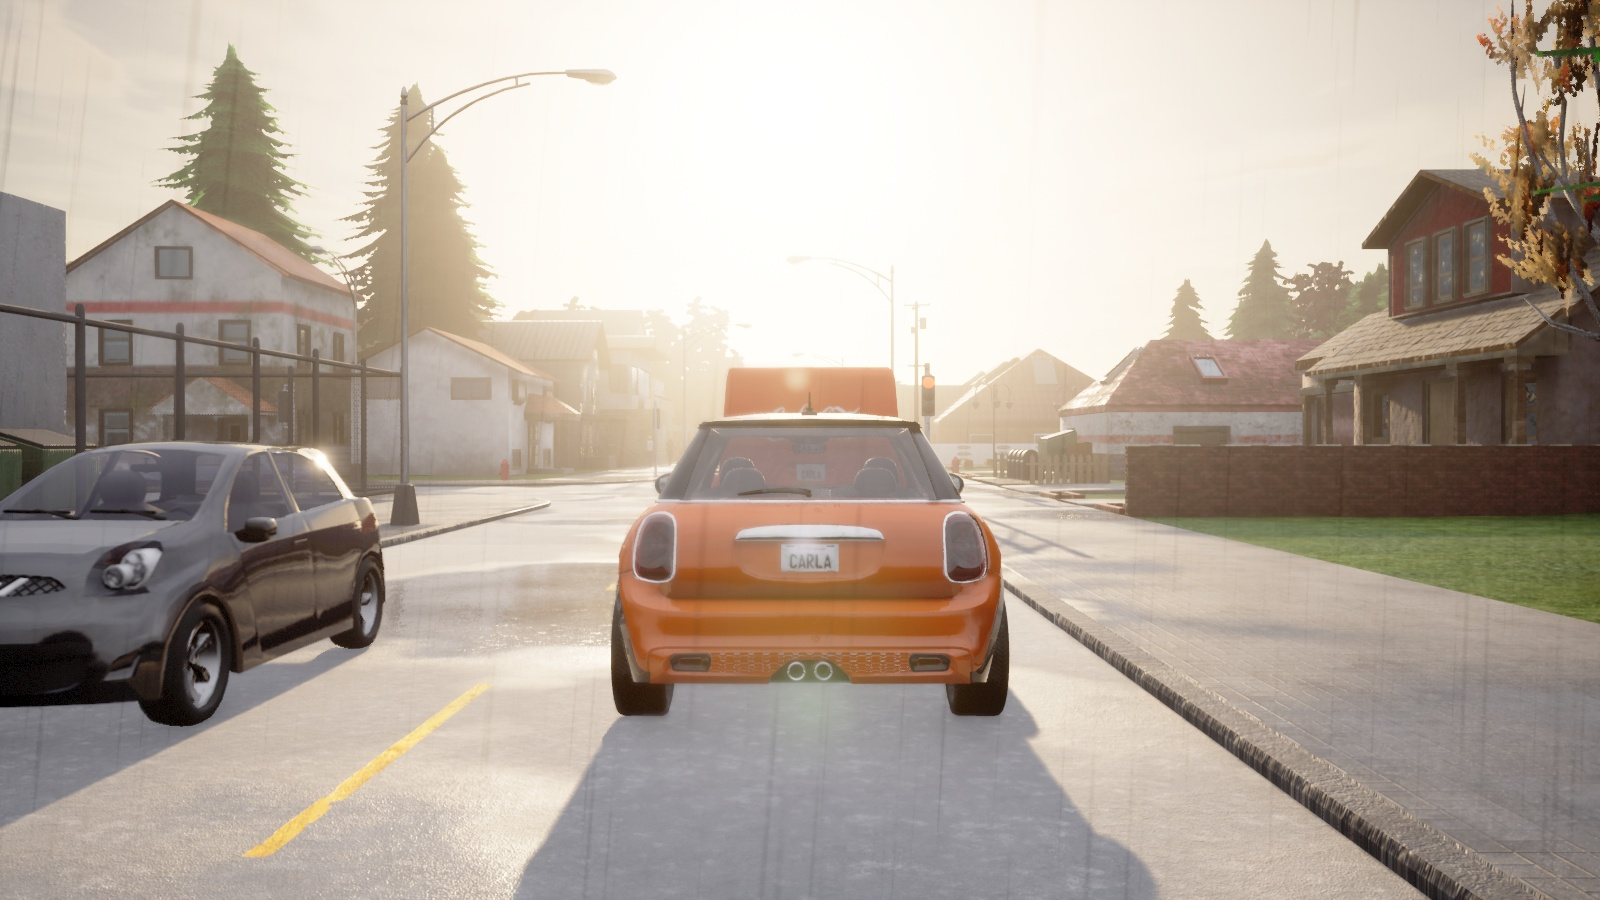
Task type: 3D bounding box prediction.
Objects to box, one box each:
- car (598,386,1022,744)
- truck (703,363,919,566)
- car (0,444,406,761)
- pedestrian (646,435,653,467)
[{"bbox_3d":[0.062,0.557,8.482,2.097,1.767,4.553,0,0,0],"label":"car"},{"bbox_3d":[0.125,0.159,17.875,2.627,2.467,5.204,0,0,0],"label":"truck"},{"bbox_3d":[-3.941,0.714,7.763,1.845,1.501,3.633,0,0,0],"label":"car"},{"bbox_3d":[-8.579,0.044,71.687,0.354,1.836,0.706,0,0,-6],"label":"pedestrian"}]
